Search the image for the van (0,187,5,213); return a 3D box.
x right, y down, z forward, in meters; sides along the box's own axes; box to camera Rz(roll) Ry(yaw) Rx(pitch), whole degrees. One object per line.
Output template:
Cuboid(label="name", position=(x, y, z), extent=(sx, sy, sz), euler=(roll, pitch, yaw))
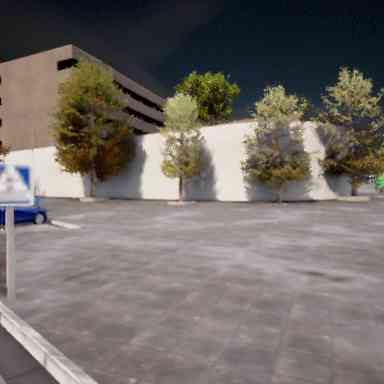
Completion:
Cuboid(label="van", position=(-16.446, 0.563, 24.380), extent=(1.878, 1.987, 4.442), euler=(3, 1, 27))

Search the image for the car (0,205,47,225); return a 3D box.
Cuboid(label="car", position=(-10.238, 1.091, 17.947), extent=(2.097, 1.535, 5.008), euler=(2, 1, 27))
